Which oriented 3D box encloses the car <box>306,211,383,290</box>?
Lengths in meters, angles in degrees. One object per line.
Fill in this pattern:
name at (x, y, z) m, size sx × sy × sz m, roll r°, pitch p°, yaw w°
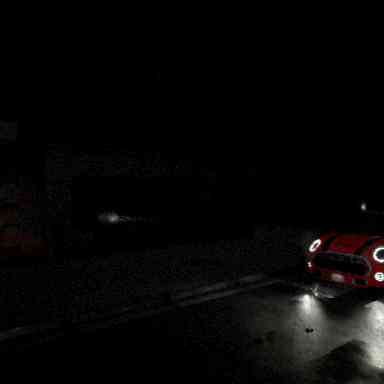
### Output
car at (5.047, 1.313, 8.765) m, size 4.553 × 1.767 × 2.097 m, roll 0°, pitch 0°, yaw -36°
